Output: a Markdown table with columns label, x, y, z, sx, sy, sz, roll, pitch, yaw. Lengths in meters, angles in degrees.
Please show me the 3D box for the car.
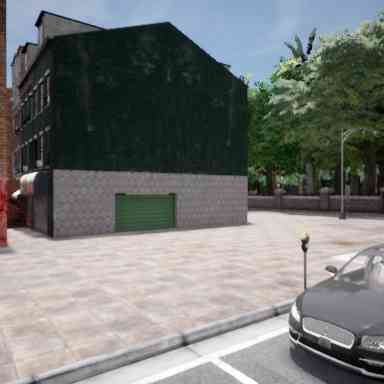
| label | x | y | z | sx | sy | sz | roll | pitch | yaw |
| --- | --- | --- | --- | --- | --- | --- | --- | --- | --- |
| car | 3.344 | 1.546 | 5.195 | 4.403 | 1.369 | 2.008 | 0 | 0 | -35 |
